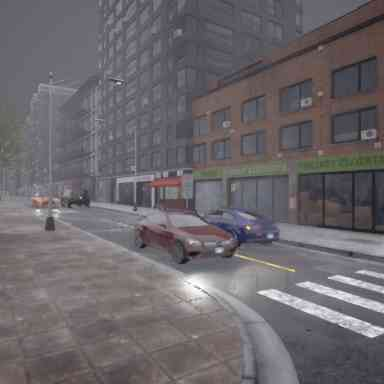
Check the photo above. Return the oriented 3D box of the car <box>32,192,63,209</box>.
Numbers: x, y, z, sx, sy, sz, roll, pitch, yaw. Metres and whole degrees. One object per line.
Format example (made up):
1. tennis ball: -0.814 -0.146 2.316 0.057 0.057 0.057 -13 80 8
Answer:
1. car: -15.202 0.787 34.439 2.097 1.767 4.553 0 0 -32

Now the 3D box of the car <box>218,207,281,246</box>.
1. car: 1.529 1.344 13.667 1.812 1.442 4.674 0 1 -33

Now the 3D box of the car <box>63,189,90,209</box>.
1. car: -12.669 0.674 35.922 2.150 2.045 5.566 0 0 -32

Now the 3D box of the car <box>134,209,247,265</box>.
1. car: -0.472 1.343 11.322 1.812 1.442 4.674 0 1 -33
